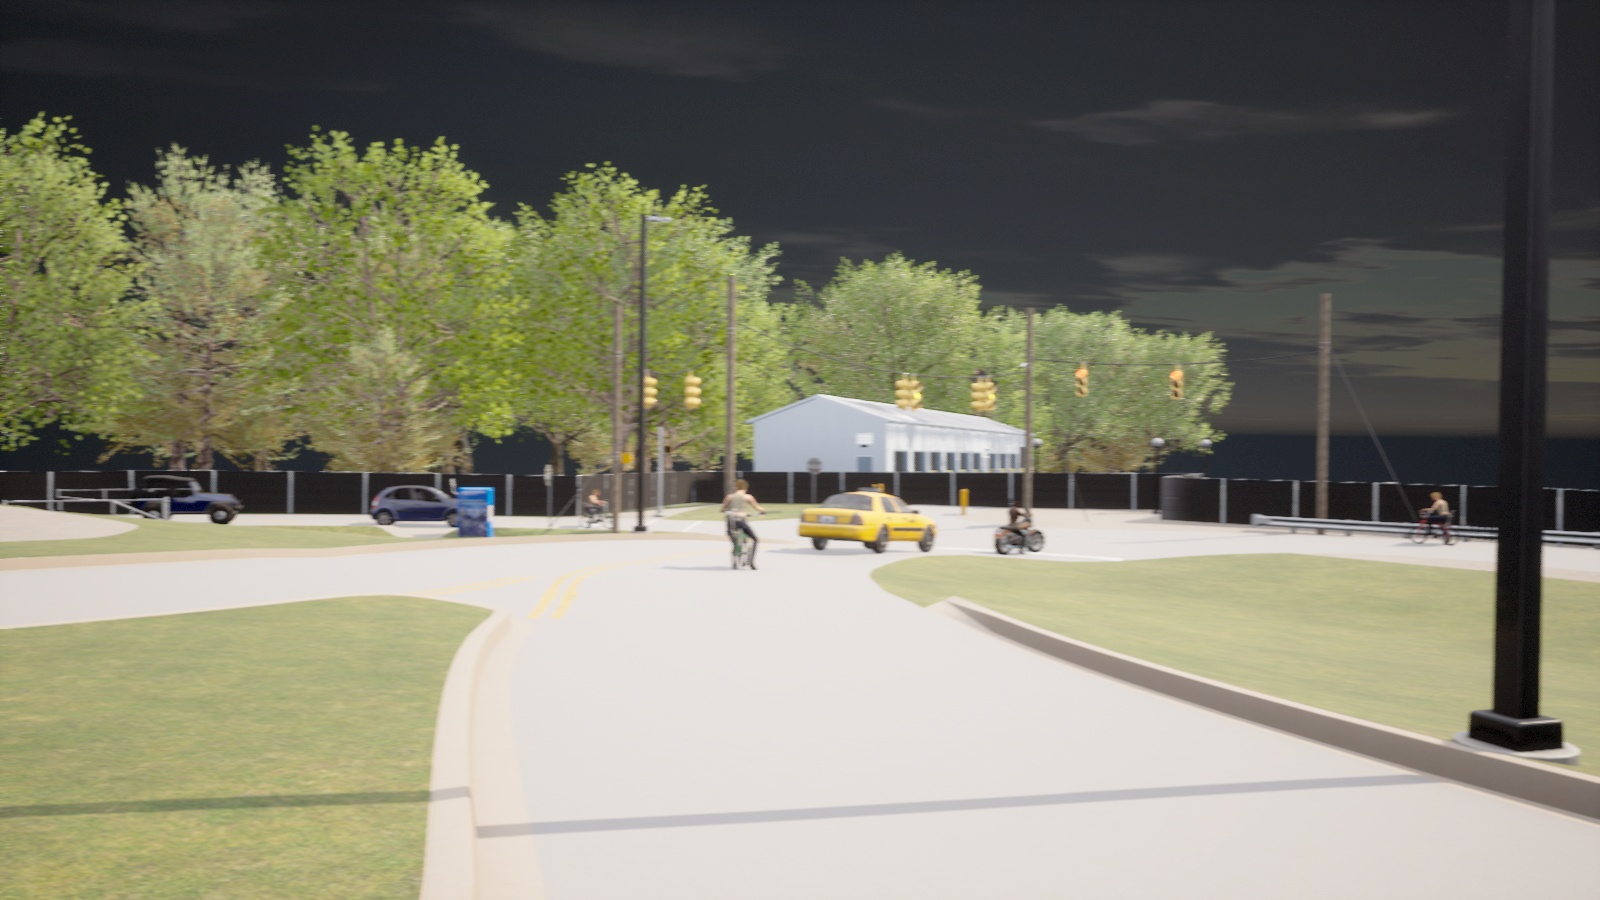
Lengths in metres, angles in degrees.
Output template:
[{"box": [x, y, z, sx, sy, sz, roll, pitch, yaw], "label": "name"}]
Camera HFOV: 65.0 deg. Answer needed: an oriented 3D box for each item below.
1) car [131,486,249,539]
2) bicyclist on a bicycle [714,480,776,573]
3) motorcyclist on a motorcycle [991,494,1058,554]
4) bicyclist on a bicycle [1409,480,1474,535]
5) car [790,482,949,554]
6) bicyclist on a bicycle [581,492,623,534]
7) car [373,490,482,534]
[{"box": [-23.511, 2.376, 48.547, 3.866, 1.878, 1.905, 0, 1, -18], "label": "car"}, {"box": [-0.967, 1.360, 22.576, 0.866, 1.612, 1.509, 0, -2, 7], "label": "bicyclist on a bicycle"}, {"box": [6.666, 2.177, 37.212, 0.766, 1.649, 2.350, 1, 0, 45], "label": "motorcyclist on a motorcycle"}, {"box": [19.492, 1.742, 38.188, 0.866, 1.612, 1.509, -1, -1, -37], "label": "bicyclist on a bicycle"}, {"box": [1.832, 1.663, 30.779, 1.801, 1.575, 5.366, 0, -3, 28], "label": "car"}, {"box": [-7.997, 2.549, 50.839, 1.509, 1.612, 0.866, 1, 1, 5], "label": "bicyclist on a bicycle"}, {"box": [-14.915, 2.487, 50.481, 3.988, 1.617, 1.851, 0, 1, -9], "label": "car"}]
